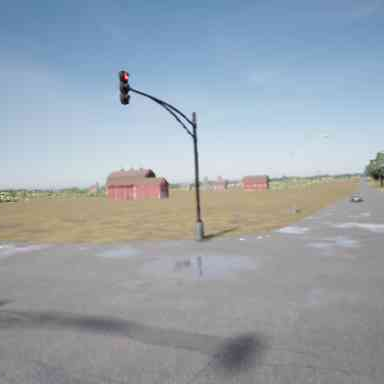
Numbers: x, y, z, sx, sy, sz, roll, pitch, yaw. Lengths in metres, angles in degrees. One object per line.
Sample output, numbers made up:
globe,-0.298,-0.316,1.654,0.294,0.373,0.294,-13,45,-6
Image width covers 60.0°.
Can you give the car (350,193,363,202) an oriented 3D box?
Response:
car,27.389,0.944,55.346,2.128,1.511,4.902,-2,1,27
